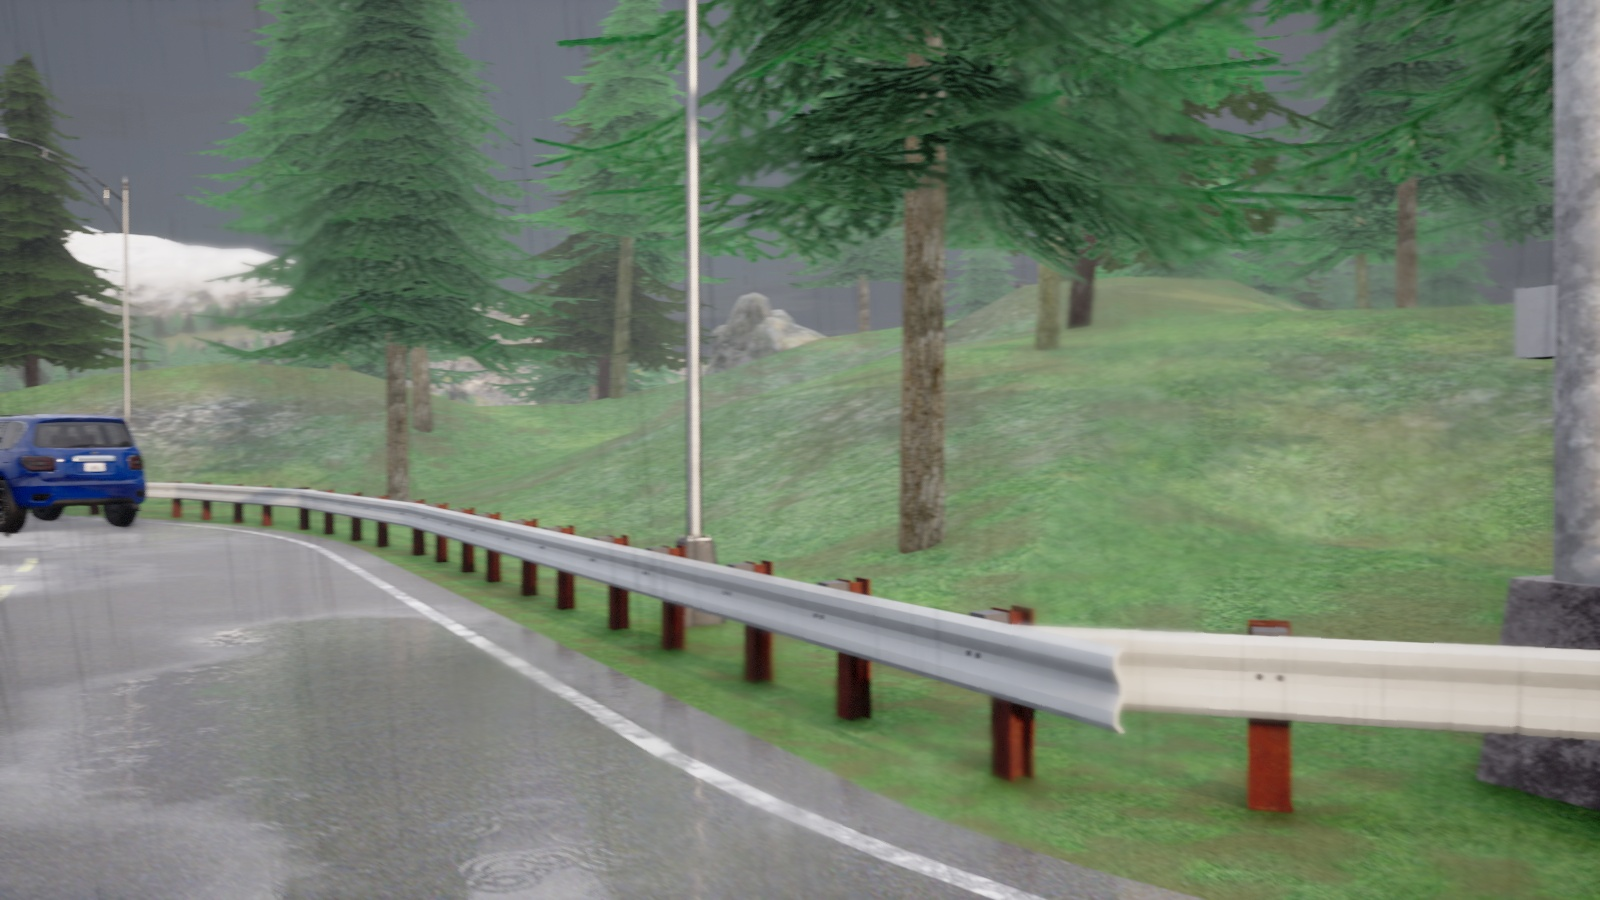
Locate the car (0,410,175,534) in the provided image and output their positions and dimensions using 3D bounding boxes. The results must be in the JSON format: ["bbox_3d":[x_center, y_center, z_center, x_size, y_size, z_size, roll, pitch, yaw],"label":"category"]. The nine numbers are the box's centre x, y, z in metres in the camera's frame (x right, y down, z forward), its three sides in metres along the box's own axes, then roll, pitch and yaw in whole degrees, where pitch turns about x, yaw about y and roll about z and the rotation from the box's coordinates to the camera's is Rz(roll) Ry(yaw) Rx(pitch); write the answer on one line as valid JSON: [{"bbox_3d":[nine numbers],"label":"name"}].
[{"bbox_3d":[-14.024,0.360,23.358,5.566,2.045,2.150,0,0,39],"label":"car"}]
